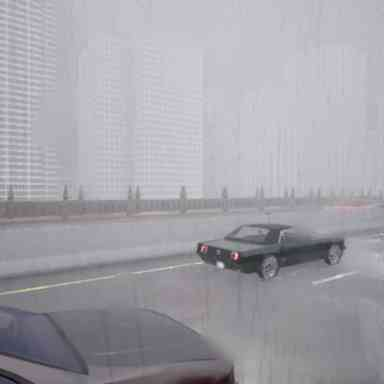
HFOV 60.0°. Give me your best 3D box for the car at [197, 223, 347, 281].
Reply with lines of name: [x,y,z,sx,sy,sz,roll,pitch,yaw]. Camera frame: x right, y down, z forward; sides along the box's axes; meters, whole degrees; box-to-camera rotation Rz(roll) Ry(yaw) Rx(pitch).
car: [2.544,1.589,9.861,4.718,1.301,1.895,0,0,-36]

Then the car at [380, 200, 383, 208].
car: [19.732,1.506,35.255,4.181,1.385,1.994,0,0,-35]

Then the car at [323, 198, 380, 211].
car: [11.976,1.313,25.432,4.553,1.767,2.097,0,0,-35]

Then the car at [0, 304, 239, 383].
car: [-2.138,1.548,2.221,5.357,1.411,2.033,0,0,-35]

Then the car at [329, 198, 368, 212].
car: [18.109,1.446,38.394,4.892,1.490,1.837,0,0,-35]
